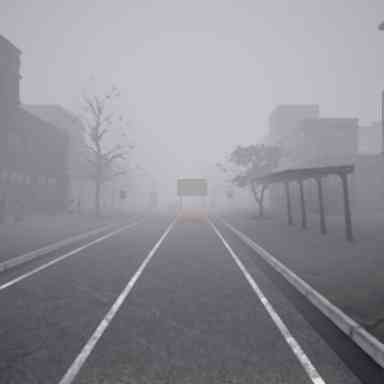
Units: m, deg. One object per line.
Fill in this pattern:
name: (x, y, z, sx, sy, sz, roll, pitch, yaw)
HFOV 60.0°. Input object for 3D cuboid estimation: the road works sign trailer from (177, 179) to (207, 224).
road works sign trailer: (0.012, 0.709, 26.921, 2.380, 3.560, 2.880, 0, -1, 0)

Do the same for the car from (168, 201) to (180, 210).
car: (-3.031, 2.259, 57.119, 2.033, 1.411, 5.357, 0, -1, 1)
